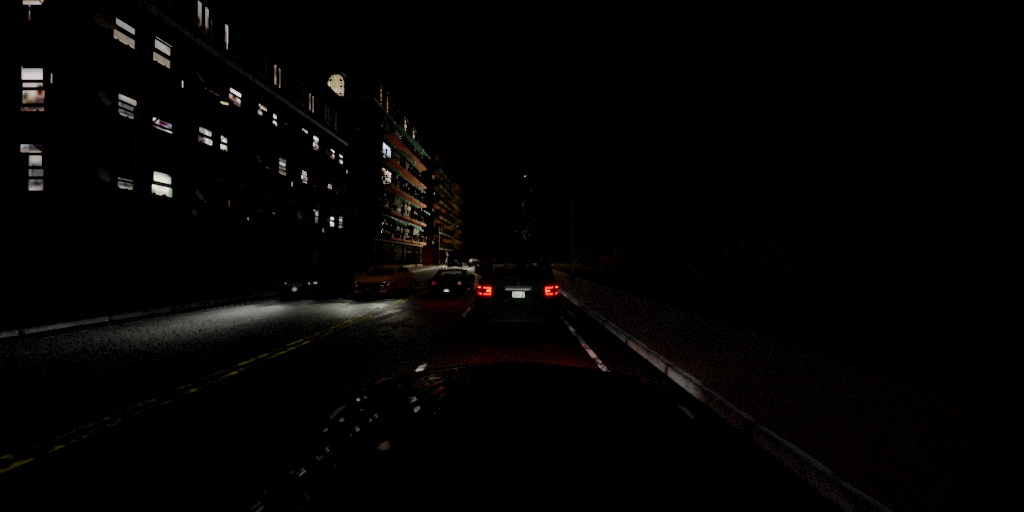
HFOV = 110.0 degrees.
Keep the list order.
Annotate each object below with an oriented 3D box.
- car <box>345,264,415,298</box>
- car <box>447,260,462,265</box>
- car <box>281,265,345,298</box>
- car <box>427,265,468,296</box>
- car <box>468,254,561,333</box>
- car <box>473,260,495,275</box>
[{"bbox_3d":[-6.587,1.230,18.896,1.882,1.535,5.008,0,0,0],"label":"car"},{"bbox_3d":[-9.779,1.317,60.888,1.994,1.385,4.181,0,0,0],"label":"car"},{"bbox_3d":[-9.839,1.244,18.676,2.128,1.511,4.902,0,0,0],"label":"car"},{"bbox_3d":[-3.138,1.354,19.452,1.895,1.301,4.718,0,0,0],"label":"car"},{"bbox_3d":[0.111,0.973,10.840,2.150,2.045,5.566,0,0,-1],"label":"car"},{"bbox_3d":[-3.120,1.246,40.798,2.128,1.511,4.902,0,0,0],"label":"car"}]
